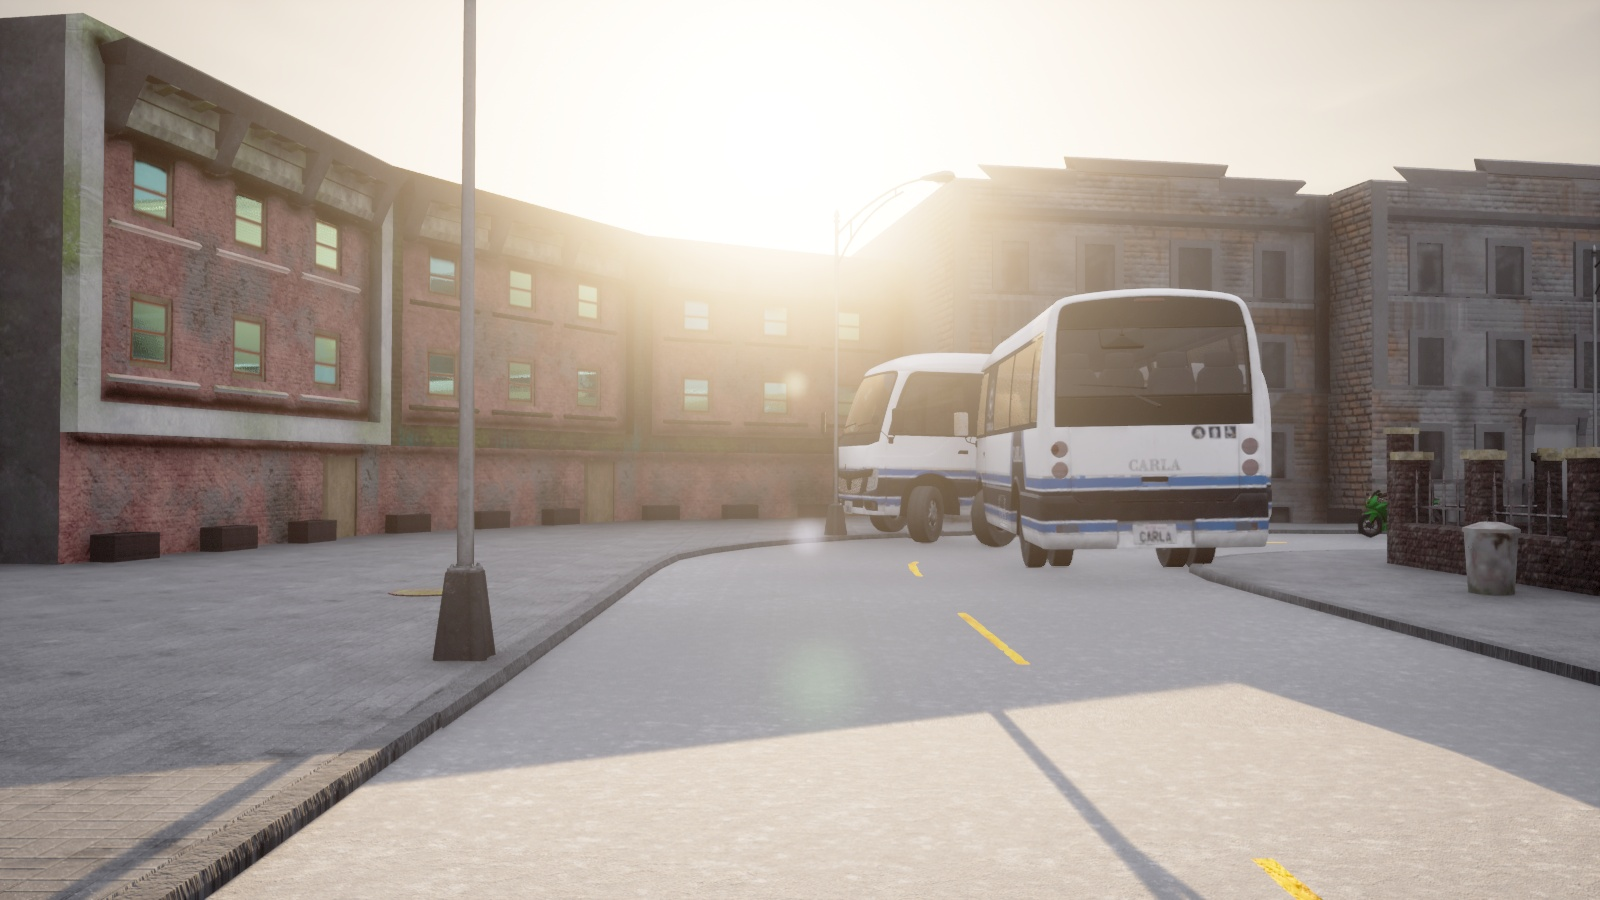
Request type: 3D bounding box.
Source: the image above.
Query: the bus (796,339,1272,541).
[{"bbox_3d":[5.386,-0.107,29.605,10.273,4.253,3.944,1,-1,-13],"label":"bus"}]

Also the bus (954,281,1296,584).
[{"bbox_3d":[5.282,-0.197,23.167,3.944,4.253,10.273,-1,-1,2],"label":"bus"}]

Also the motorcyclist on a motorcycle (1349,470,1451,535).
[{"bbox_3d":[14.394,1.244,30.164,2.044,1.523,0.797,0,-1,0],"label":"motorcyclist on a motorcycle"}]
